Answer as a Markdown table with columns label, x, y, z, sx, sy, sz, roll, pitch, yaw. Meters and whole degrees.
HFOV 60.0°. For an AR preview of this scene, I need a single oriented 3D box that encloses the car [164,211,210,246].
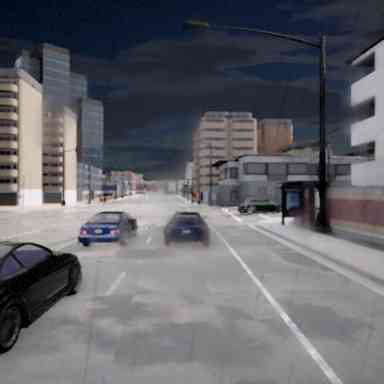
| label | x | y | z | sx | sy | sz | roll | pitch | yaw |
| --- | --- | --- | --- | --- | --- | --- | --- | --- | --- |
| car | -0.224 | 1.594 | 15.549 | 1.994 | 1.385 | 4.181 | 0 | 0 | 0 |

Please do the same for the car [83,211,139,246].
| label | x | y | z | sx | sy | sz | roll | pitch | yaw |
| --- | --- | --- | --- | --- | --- | --- | --- | --- | --- |
| car | -3.701 | 1.580 | 15.436 | 2.033 | 1.411 | 5.357 | 0 | 0 | -2 |

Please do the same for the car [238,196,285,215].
| label | x | y | z | sx | sy | sz | roll | pitch | yaw |
| --- | --- | --- | --- | --- | --- | --- | --- | --- | --- |
| car | 6.895 | 1.275 | 32.560 | 4.553 | 1.767 | 2.097 | -1 | 0 | -13 |

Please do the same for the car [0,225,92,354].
| label | x | y | z | sx | sy | sz | roll | pitch | yaw |
| --- | --- | --- | --- | --- | --- | --- | --- | --- | --- |
| car | -3.518 | 1.578 | 6.124 | 1.994 | 1.385 | 4.181 | 0 | 0 | -1 |
